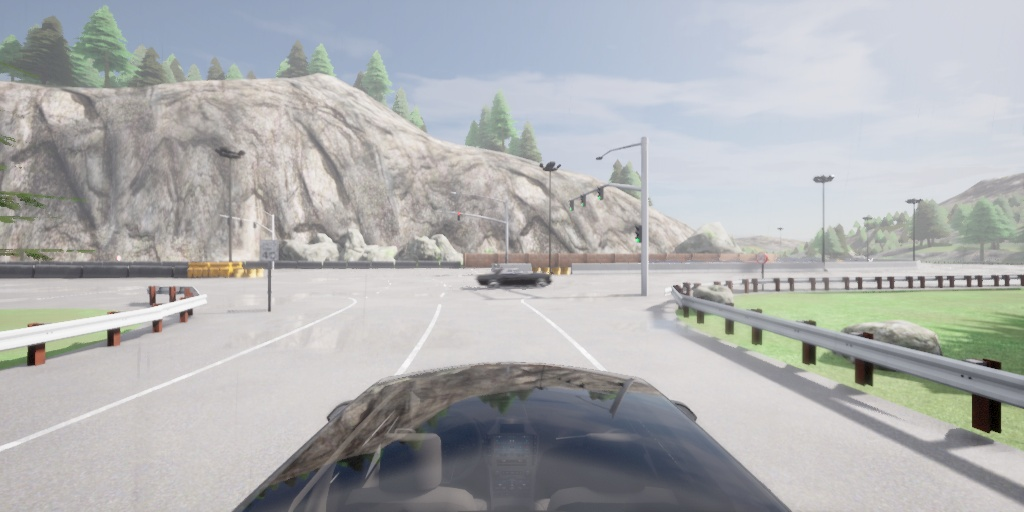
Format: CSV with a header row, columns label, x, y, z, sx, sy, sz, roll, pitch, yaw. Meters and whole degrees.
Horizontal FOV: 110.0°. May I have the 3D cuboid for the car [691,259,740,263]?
label,x,y,z,sx,sy,sz,roll,pitch,yaw
car,27.524,1.228,48.492,4.902,1.511,2.128,0,0,-10

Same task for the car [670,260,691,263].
label,x,y,z,sx,sy,sz,roll,pitch,yaw
car,25.882,1.262,51.749,4.674,1.442,1.812,0,0,-10

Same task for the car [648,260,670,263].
label,x,y,z,sx,sy,sz,roll,pitch,yaw
car,24.181,1.283,54.957,5.357,1.411,2.033,0,0,-10

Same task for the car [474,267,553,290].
label,x,y,z,sx,sy,sz,roll,pitch,yaw
car,0.083,1.352,22.131,4.718,1.301,1.895,0,0,-10
